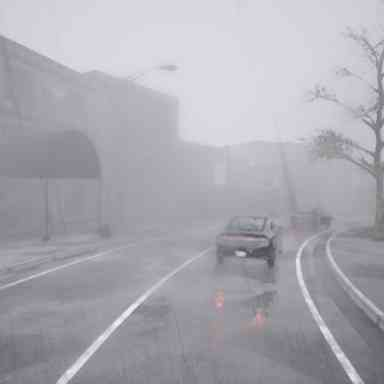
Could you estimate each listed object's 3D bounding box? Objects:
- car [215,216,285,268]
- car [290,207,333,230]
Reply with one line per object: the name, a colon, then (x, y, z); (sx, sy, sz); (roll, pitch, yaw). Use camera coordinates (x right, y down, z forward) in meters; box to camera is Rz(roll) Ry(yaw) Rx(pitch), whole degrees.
car: (2.196, 1.623, 11.971); (2.128, 1.511, 4.902); (0, -1, 19)
car: (8.892, 1.862, 24.542); (2.128, 1.511, 4.902); (1, -1, 39)
